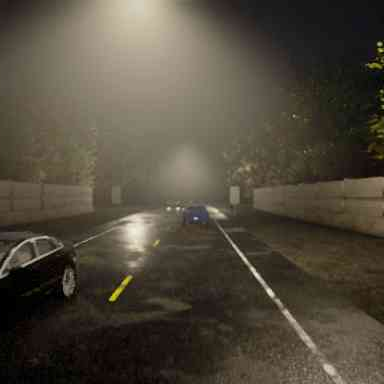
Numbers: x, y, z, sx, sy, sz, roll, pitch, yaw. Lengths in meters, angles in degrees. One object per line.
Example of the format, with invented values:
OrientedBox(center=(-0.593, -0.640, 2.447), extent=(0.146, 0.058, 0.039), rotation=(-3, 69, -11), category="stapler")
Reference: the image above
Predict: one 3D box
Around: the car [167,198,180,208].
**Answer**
OrientedBox(center=(-3.137, 1.734, 56.885), extent=(2.097, 1.767, 4.553), rotation=(0, 0, 1), category="car")

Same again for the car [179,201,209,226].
OrientedBox(center=(0.277, 1.663, 25.034), extent=(1.882, 1.535, 5.008), rotation=(0, 0, 0), category="car")

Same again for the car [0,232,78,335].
OrientedBox(center=(-3.566, 1.529, 5.812), extent=(2.128, 1.511, 4.902), rotation=(0, 0, 0), category="car")
